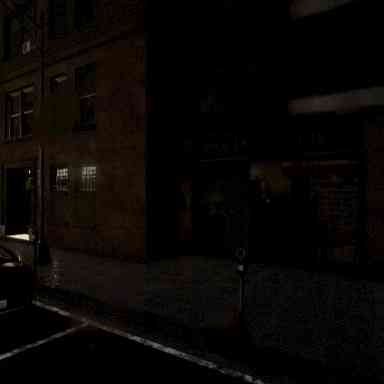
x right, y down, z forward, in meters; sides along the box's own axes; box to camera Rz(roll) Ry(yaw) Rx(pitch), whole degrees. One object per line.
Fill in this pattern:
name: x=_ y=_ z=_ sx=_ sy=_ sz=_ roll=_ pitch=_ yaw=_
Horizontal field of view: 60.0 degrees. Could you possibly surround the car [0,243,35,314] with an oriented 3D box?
car: x=-4.817 y=1.550 z=6.504 sx=4.403 sy=1.369 sz=2.008 roll=0 pitch=0 yaw=35
